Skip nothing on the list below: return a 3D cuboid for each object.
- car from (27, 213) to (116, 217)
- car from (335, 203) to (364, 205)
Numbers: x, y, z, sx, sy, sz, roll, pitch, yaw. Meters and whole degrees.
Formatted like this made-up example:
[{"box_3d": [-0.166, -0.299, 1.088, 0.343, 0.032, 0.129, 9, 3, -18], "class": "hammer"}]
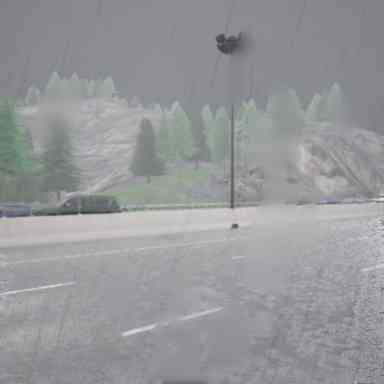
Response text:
[{"box_3d": [-7.077, 1.224, 20.434, 5.566, 2.045, 2.150, 0, 0, -35], "class": "car"}, {"box_3d": [21.565, 1.529, 45.095, 4.674, 1.442, 1.812, 0, 0, -35], "class": "car"}]
